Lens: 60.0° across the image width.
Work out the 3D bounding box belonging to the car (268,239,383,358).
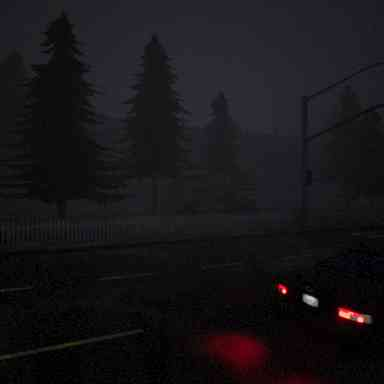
[{"bbox_3d":[3.891,1.542,5.698,5.357,1.411,2.033,0,0,-26],"label":"car"}]
